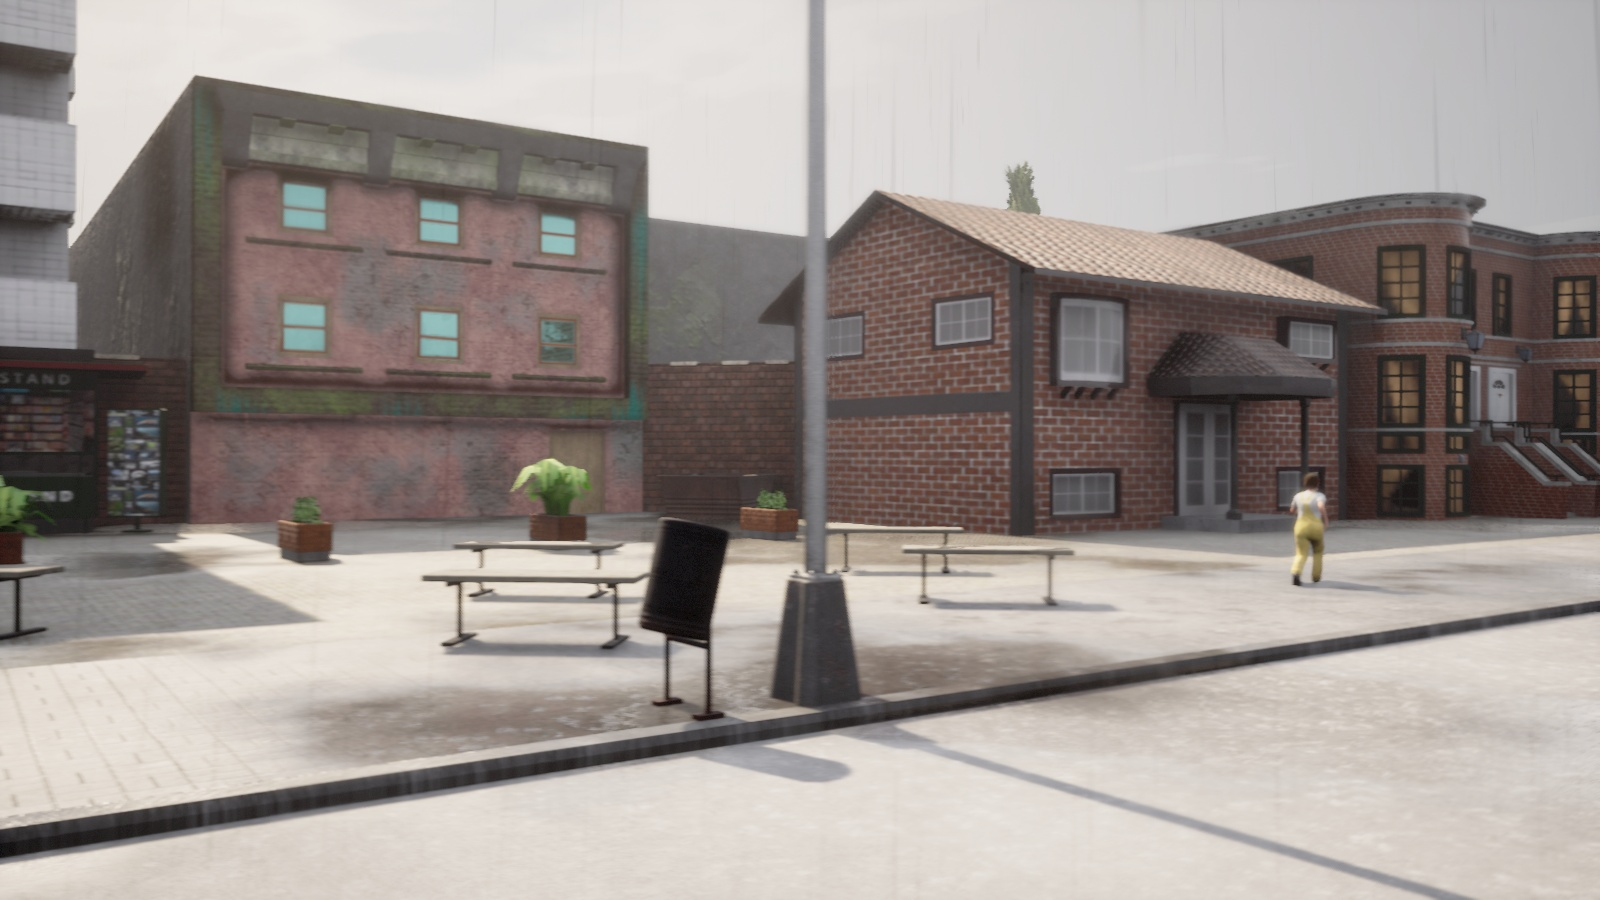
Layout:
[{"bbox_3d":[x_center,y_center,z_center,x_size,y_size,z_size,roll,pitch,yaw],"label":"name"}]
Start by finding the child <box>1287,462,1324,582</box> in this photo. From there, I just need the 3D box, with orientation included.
[{"bbox_3d":[5.406,0.756,13.426,0.270,1.263,0.437,0,0,35],"label":"child"}]
